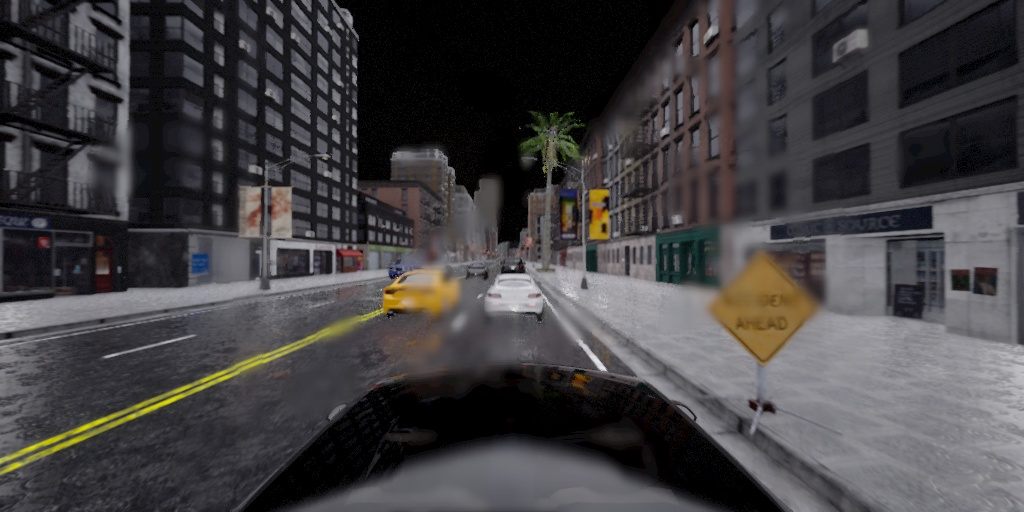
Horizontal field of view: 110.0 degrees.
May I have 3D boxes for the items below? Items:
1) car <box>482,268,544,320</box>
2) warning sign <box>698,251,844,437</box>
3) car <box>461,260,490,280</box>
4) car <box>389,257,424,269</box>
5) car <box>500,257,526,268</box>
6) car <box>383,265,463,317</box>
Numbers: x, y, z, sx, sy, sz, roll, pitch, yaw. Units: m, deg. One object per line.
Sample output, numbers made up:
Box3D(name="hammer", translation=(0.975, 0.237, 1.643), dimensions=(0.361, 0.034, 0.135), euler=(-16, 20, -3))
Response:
Box3D(name="car", translation=(0.087, 1.331, 12.737), dimensions=(1.812, 1.442, 4.674), euler=(0, 0, 0))
Box3D(name="warning sign", translation=(2.850, 0.877, 4.094), dimensions=(1.300, 1.860, 1.060), euler=(0, 0, 0))
Box3D(name="car", translation=(-3.157, 1.406, 33.957), dimensions=(2.128, 1.511, 4.902), euler=(0, 0, 0))
Box3D(name="car", translation=(-9.854, 1.137, 34.016), dimensions=(2.150, 2.045, 5.566), euler=(0, 0, 0))
Box3D(name="car", translation=(0.094, 1.131, 32.996), dimensions=(2.150, 2.045, 5.566), euler=(0, 0, 0))
Box3D(name="car", translation=(-3.163, 1.286, 13.392), dimensions=(1.882, 1.535, 5.008), euler=(0, 0, 0))
